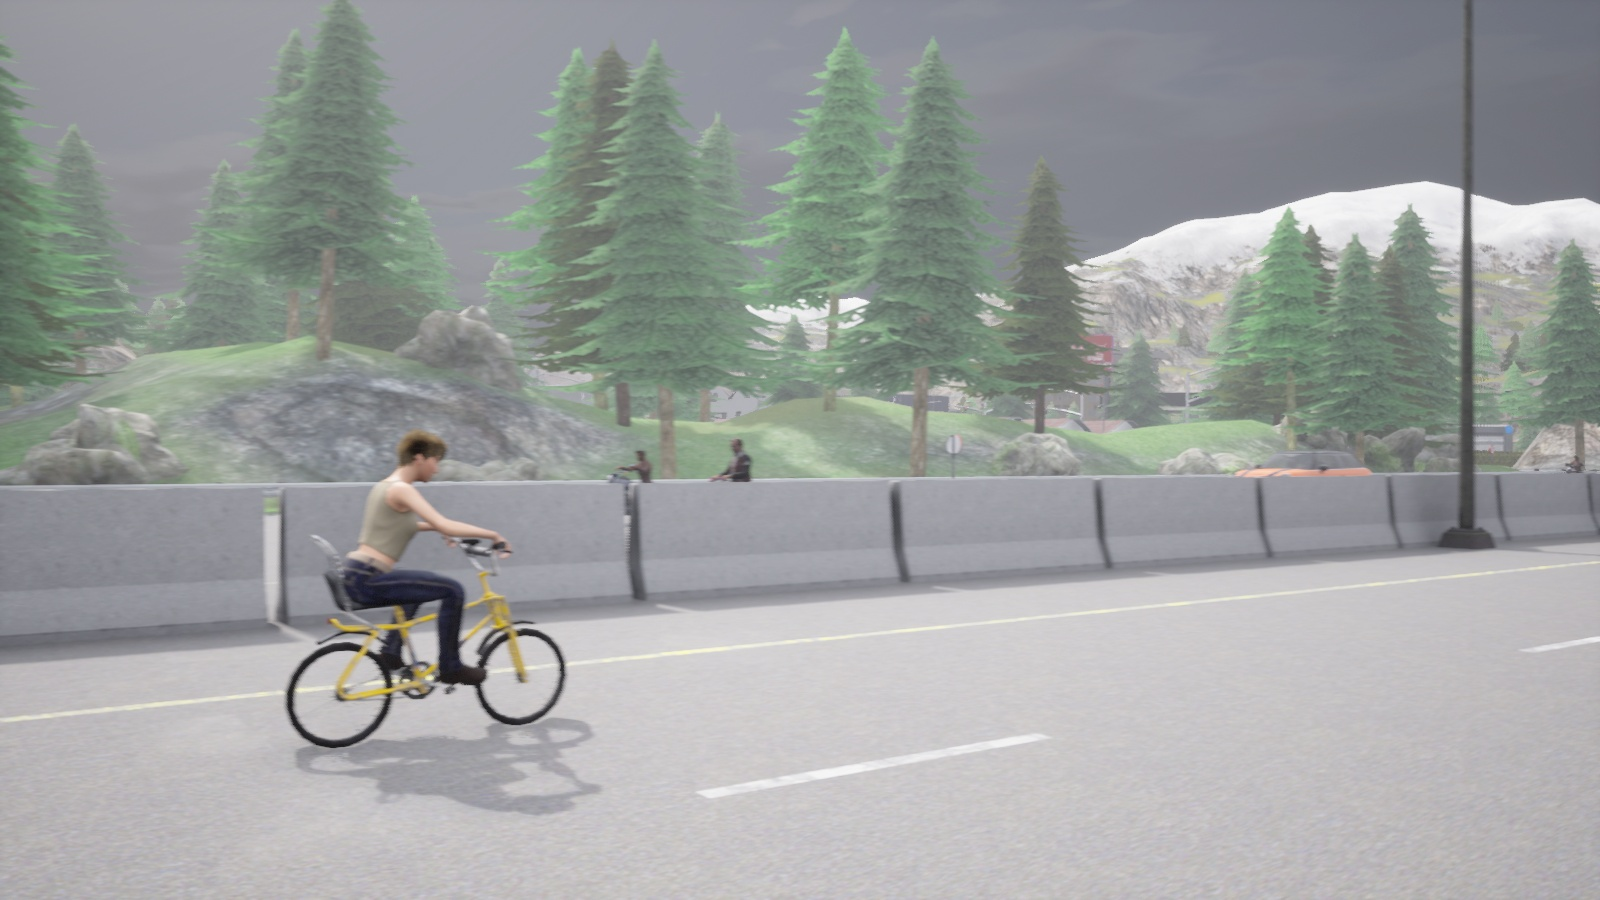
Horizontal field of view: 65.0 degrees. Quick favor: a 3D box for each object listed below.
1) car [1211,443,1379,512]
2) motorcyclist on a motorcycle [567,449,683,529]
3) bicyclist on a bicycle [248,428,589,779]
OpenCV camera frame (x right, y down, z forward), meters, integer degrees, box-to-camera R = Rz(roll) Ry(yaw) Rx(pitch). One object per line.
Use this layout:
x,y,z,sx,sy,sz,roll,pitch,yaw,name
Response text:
13.553,0.723,34.297,4.553,1.767,2.097,0,0,-35,car
-3.693,0.796,26.634,2.350,1.649,0.766,0,0,-35,motorcyclist on a motorcycle
-1.980,0.707,6.544,1.509,1.612,0.866,0,0,-35,bicyclist on a bicycle
